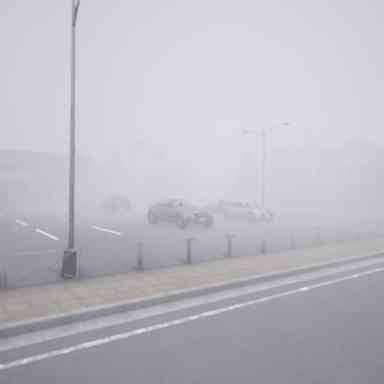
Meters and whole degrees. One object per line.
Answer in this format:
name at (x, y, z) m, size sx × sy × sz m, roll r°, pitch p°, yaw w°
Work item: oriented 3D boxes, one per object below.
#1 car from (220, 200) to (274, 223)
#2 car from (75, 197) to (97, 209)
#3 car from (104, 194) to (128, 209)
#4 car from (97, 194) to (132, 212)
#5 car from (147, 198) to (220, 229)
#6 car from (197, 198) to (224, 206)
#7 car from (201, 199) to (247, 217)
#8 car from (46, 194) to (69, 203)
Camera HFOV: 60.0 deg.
car at (4.160, 1.412, 24.639) m, size 1.970 × 1.475 × 3.806 m, roll 1°, pitch 0°, yaw -36°
car at (-13.378, 1.510, 43.498) m, size 1.970 × 1.475 × 3.806 m, roll 1°, pitch 0°, yaw -36°
car at (-10.315, 1.257, 44.934) m, size 1.905 × 1.878 × 3.866 m, roll 1°, pitch 0°, yaw -36°
car at (-8.419, 1.247, 36.620) m, size 1.932 × 1.855 × 4.605 m, roll 1°, pitch 0°, yaw -36°
car at (-0.874, 1.274, 20.648) m, size 2.152 × 1.636 × 5.027 m, roll 1°, pitch 0°, yaw -36°
car at (3.215, 1.715, 58.907) m, size 2.033 × 1.411 × 5.357 m, roll 1°, pitch 0°, yaw -35°
car at (3.045, 1.512, 32.504) m, size 2.007 × 1.523 × 4.514 m, roll 1°, pitch 0°, yaw -36°
car at (-29.627, 1.666, 72.923) m, size 4.611 × 1.667 × 2.242 m, roll 1°, pitch 0°, yaw -36°
